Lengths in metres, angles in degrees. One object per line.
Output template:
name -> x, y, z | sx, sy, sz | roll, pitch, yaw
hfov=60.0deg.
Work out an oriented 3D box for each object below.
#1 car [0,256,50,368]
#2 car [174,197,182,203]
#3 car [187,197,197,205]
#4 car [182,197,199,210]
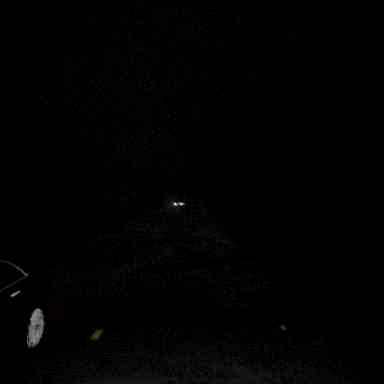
car -> -3.103, 1.515, 3.312 | 1.837, 1.490, 4.892 | 0, 0, 0
car -> -3.147, 1.870, 77.428 | 1.895, 1.301, 4.718 | 0, 0, 0
car -> -0.030, 1.696, 65.515 | 1.882, 1.535, 5.008 | 0, 0, 0
car -> 0.017, 1.685, 44.776 | 2.033, 1.411, 5.357 | 0, 0, 0
